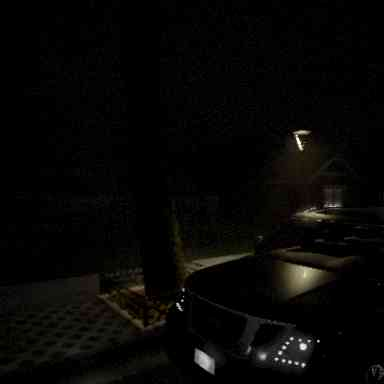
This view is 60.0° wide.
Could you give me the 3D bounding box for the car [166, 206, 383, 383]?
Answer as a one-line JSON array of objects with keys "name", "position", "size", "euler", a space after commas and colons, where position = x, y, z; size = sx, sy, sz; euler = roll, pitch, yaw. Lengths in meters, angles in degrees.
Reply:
[{"name": "car", "position": [2.353, 1.260, 4.748], "size": [5.566, 2.045, 2.150], "euler": [1, 0, -36]}]
